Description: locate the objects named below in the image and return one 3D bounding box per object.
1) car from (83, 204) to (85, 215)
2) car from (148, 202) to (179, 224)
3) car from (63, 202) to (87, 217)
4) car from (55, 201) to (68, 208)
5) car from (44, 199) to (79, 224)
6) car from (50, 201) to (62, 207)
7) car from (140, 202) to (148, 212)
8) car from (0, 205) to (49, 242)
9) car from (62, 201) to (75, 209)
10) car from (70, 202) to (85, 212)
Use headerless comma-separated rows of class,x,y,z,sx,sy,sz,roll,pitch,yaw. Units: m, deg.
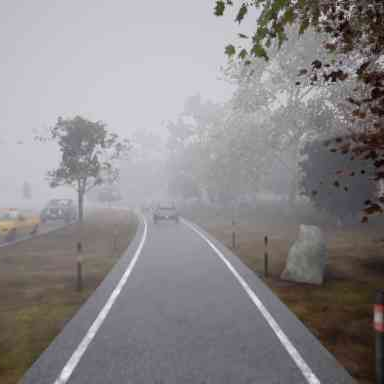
car,-12.614,1.960,34.445,2.231,1.521,4.892,2,-2,-13
car,-2.137,1.596,26.193,2.128,1.511,4.902,0,-1,-9
car,-13.972,2.063,39.868,2.231,1.521,4.892,2,-2,-14
car,-31.779,2.968,80.871,2.097,1.535,5.008,-2,-1,-30
car,-11.433,1.606,28.950,2.435,2.045,5.566,2,-2,-11
car,-35.225,3.160,85.955,2.002,1.452,4.674,1,-2,-35
car,-5.600,1.906,42.707,1.895,1.301,4.718,-1,-1,-15
car,-9.707,1.678,17.741,1.946,1.575,5.366,2,-2,-5
car,-26.598,2.808,71.700,2.002,1.452,4.674,0,-1,-27
car,-19.022,2.368,55.090,2.097,1.535,5.008,-1,-1,-21
